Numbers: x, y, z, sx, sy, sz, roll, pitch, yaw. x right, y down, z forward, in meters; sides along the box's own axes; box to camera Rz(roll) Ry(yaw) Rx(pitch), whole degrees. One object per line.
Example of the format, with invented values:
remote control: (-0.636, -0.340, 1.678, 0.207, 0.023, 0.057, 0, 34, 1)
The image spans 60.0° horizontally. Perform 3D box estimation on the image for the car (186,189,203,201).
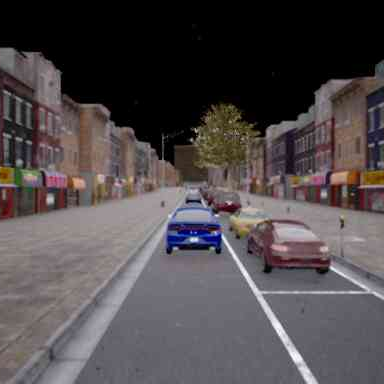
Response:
car: (0.208, 0.720, 43.789, 1.994, 1.385, 4.181, 0, 1, 0)

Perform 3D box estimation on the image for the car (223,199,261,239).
car: (2.692, 1.307, 15.611, 1.752, 1.417, 4.829, 1, 1, 0)

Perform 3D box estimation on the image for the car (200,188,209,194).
car: (2.850, -0.235, 76.561, 1.947, 1.339, 4.313, 2, 2, 0)

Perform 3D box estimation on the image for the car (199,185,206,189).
car: (2.800, 0.187, 54.338, 2.192, 1.841, 5.009, 2, 2, 0)

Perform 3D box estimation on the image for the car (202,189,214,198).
car: (2.808, 0.258, 59.900, 1.887, 1.381, 4.507, 2, 2, 0)

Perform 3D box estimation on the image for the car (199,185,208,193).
car: (2.884, -0.841, 87.655, 2.192, 1.841, 5.009, 2, 2, 0)

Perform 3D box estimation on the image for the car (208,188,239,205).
car: (2.727, 0.889, 26.554, 2.192, 1.841, 5.009, 1, 1, 0)

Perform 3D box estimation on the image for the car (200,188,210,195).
car: (2.836, -0.059, 71.008, 1.947, 1.339, 4.313, 2, 2, 0)

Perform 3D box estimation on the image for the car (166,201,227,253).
car: (0.061, 1.305, 12.824, 1.882, 1.535, 5.008, 0, 1, 0)

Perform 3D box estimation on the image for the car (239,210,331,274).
car: (2.676, 1.455, 9.882, 1.802, 1.307, 4.206, 1, 1, 0)

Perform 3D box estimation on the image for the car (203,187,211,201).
car: (2.757, 0.629, 37.671, 2.192, 1.841, 5.009, 2, 1, 0)

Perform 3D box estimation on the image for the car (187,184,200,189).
car: (0.246, -0.075, 60.250, 2.150, 2.045, 5.566, 0, 2, 0)
